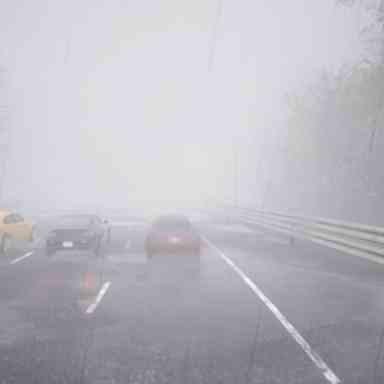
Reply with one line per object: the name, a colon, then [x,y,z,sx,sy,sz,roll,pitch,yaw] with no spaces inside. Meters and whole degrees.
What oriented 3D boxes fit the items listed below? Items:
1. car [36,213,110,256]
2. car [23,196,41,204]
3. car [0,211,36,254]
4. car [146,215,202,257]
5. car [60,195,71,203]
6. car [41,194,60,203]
car: [-4.388,1.558,13.248,1.812,1.442,4.674,0,0,-8]
car: [-34.497,1.748,70.892,1.994,1.385,4.181,0,0,-45]
car: [-7.971,1.528,13.626,1.882,1.535,5.008,0,0,-8]
car: [-0.797,1.578,13.139,1.994,1.385,4.181,0,0,-6]
car: [-29.291,1.520,75.573,2.097,1.767,4.553,0,0,-45]
car: [-31.926,1.405,73.265,2.150,2.045,5.566,0,0,-45]
